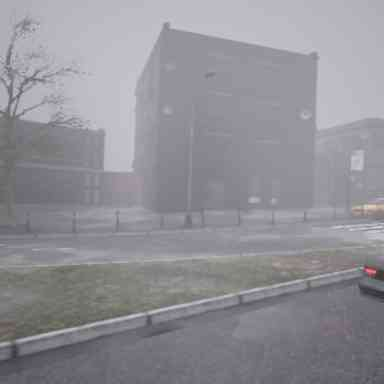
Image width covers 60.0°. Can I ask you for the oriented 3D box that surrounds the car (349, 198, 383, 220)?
[{"bbox_3d":[13.554,1.072,23.386,5.366,1.575,1.946,-1,0,-21],"label":"car"}]

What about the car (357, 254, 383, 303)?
[{"bbox_3d":[5.720,1.474,6.753,5.357,1.411,2.033,-1,1,-29],"label":"car"}]
